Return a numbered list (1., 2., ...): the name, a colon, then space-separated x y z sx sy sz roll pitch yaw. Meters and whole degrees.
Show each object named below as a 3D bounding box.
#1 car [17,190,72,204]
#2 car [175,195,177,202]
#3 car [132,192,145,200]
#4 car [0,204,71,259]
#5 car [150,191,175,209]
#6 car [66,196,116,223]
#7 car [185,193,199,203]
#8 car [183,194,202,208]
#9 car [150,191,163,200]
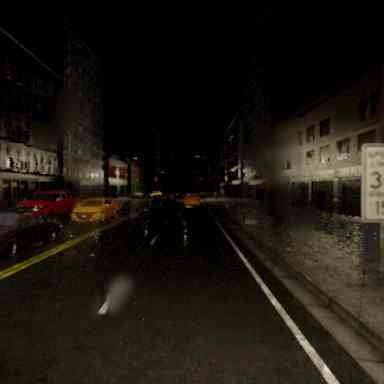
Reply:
1. car: -9.752 0.908 22.444 2.150 2.045 5.566 0 1 0
2. car: -3.245 0.857 47.993 1.812 1.442 4.674 0 1 0
3. car: -9.759 0.707 60.942 2.033 1.411 5.357 0 1 0
4. car: -6.560 1.377 12.142 2.033 1.411 5.357 0 1 0
5. car: -3.156 0.978 35.842 1.882 1.535 5.008 0 1 0
6. car: -6.503 1.163 22.516 1.882 1.535 5.008 0 1 0
7. car: 0.006 0.914 49.386 1.895 1.301 4.718 0 1 0
8. car: 0.052 0.951 37.812 1.882 1.535 5.008 0 1 1
9. car: -6.509 0.635 60.941 1.882 1.535 5.008 0 1 0
